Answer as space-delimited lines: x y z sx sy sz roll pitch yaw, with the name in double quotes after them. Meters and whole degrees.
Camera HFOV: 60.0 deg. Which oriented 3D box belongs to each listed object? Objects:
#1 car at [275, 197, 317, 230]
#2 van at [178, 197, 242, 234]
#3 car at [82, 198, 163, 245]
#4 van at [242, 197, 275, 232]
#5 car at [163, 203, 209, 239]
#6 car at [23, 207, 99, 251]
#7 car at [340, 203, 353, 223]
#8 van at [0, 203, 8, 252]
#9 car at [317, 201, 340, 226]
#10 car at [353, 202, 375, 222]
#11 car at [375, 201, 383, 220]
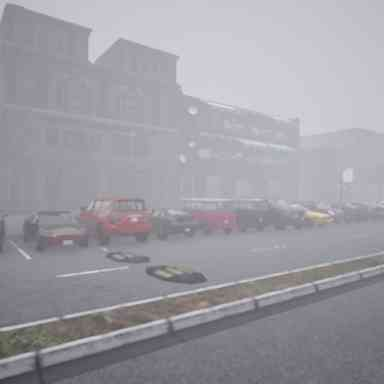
5.209 1.355 22.743 2.435 2.045 5.566 0 0 -35 "car"
0.594 1.348 19.650 1.878 1.987 4.442 1 0 -35 "van"
-3.991 1.282 16.293 2.435 2.045 5.566 1 0 -35 "car"
2.760 1.364 21.184 1.878 1.987 4.442 0 0 -35 "van"
-1.605 1.556 17.938 2.231 1.521 4.892 0 0 -35 "car"
-6.127 1.541 14.714 2.163 1.488 4.792 1 0 -35 "car"
9.606 1.506 25.945 2.185 1.767 4.553 0 0 -35 "car"
-8.447 1.260 12.965 1.878 1.987 4.442 1 0 -35 "van"
7.566 1.618 24.229 1.946 1.575 5.366 0 0 -35 "car"
11.892 1.642 27.524 2.097 1.535 5.008 0 0 -35 "car"
14.137 1.681 29.163 2.163 1.488 4.792 0 0 -35 "car"
